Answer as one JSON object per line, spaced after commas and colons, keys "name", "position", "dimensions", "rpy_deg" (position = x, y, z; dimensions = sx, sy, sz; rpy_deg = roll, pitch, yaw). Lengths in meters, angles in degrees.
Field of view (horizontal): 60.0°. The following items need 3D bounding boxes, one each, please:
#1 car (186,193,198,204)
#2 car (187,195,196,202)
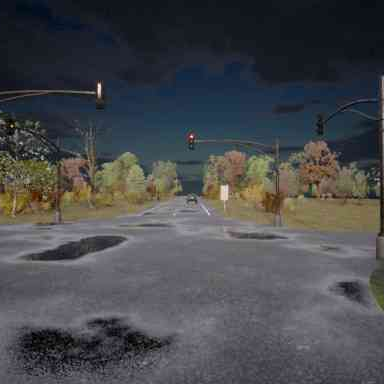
{"name": "car", "position": [-0.009, 1.293, 67.647], "dimensions": [2.150, 2.045, 5.566], "rpy_deg": [0, 0, 0]}
{"name": "car", "position": [-0.011, 1.465, 78.038], "dimensions": [2.033, 1.411, 5.357], "rpy_deg": [0, 0, 0]}
